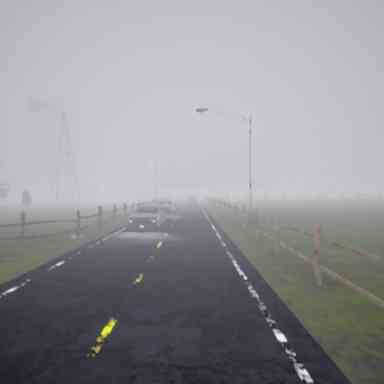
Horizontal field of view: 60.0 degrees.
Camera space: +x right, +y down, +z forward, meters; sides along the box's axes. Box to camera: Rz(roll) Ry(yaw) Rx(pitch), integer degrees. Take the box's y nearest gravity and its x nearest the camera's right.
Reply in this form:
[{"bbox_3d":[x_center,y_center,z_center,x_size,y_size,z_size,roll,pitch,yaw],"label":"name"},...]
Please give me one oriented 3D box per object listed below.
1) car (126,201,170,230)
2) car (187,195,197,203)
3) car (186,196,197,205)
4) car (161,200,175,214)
[{"bbox_3d":[-2.781,1.549,21.218,2.033,1.411,5.357,0,0,0],"label":"car"},{"bbox_3d":[-0.042,1.507,70.708,2.128,1.511,4.902,0,0,0],"label":"car"},{"bbox_3d":[-0.036,1.604,60.672,1.994,1.385,4.181,0,0,0],"label":"car"},{"bbox_3d":[-2.771,1.570,34.989,2.033,1.411,5.357,0,0,0],"label":"car"}]
